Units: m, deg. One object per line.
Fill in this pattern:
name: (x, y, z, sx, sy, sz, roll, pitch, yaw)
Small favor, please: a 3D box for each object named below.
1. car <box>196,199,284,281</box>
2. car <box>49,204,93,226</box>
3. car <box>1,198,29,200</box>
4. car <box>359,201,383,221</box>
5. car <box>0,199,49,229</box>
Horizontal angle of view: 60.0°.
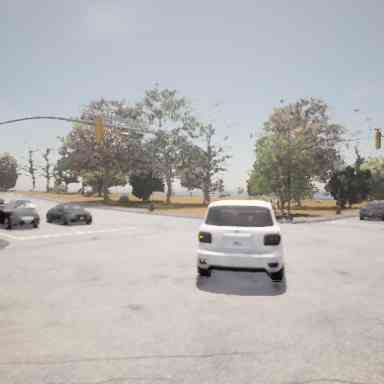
car: (1.588, 1.238, 10.190, 2.150, 2.045, 5.566, 0, 0, 12)
car: (-8.826, 1.569, 23.919, 1.994, 1.385, 4.181, 0, 1, -45)
car: (-16.005, 1.336, 31.239, 1.812, 1.442, 4.674, 0, 2, -44)
car: (15.527, 1.526, 27.719, 1.837, 1.490, 4.892, 0, 0, 44)
car: (-11.550, 1.492, 21.700, 2.128, 1.511, 4.902, 0, 1, -44)
